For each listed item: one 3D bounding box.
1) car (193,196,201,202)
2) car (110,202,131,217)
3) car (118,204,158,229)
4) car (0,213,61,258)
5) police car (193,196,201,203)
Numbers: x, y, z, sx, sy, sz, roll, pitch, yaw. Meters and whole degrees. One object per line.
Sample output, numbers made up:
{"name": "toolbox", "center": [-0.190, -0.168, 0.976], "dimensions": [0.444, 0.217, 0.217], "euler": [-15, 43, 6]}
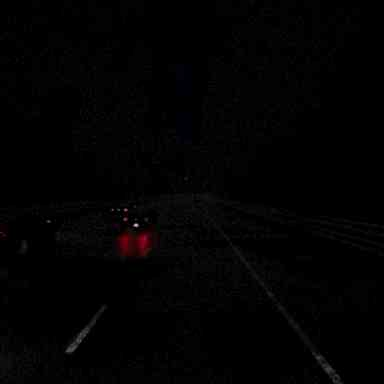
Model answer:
{"name": "car", "center": [1.492, 1.896, 90.430], "dimensions": [2.097, 1.767, 4.553], "euler": [0, 0, 2]}
{"name": "car", "center": [-6.896, 1.749, 33.829], "dimensions": [2.033, 1.411, 5.357], "euler": [0, 0, 0]}
{"name": "car", "center": [-3.397, 1.735, 22.493], "dimensions": [1.895, 1.301, 4.718], "euler": [0, 0, 0]}
{"name": "car", "center": [-6.898, 1.557, 13.170], "dimensions": [1.882, 1.535, 5.008], "euler": [0, 0, 0]}
{"name": "police car", "center": [1.269, 1.909, 80.648], "dimensions": [1.930, 1.638, 5.238], "euler": [0, 0, 1]}
